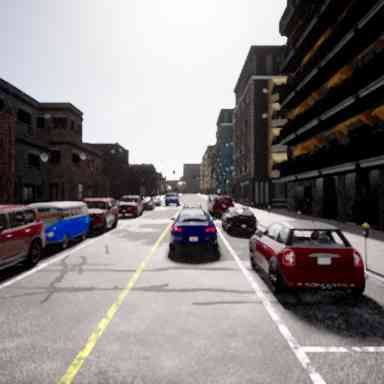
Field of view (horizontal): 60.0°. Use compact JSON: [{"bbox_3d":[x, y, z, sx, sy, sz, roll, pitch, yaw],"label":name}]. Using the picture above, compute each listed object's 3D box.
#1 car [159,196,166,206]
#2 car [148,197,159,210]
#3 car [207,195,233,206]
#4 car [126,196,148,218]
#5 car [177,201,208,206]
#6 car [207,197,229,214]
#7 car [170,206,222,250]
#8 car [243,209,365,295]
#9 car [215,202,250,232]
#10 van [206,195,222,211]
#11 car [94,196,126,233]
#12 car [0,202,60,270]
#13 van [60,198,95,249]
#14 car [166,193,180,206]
[{"bbox_3d":[-5.676,1.492,52.005,2.008,1.369,4.403,1,0,0],"label":"car"},{"bbox_3d":[-5.673,1.394,41.191,1.967,1.590,4.097,1,0,0],"label":"car"},{"bbox_3d":[2.709,1.282,30.369,2.192,1.841,5.009,1,0,0],"label":"car"},{"bbox_3d":[-5.671,1.282,30.376,2.192,1.841,5.009,1,0,0],"label":"car"},{"bbox_3d":[0.061,1.571,27.376,1.895,1.301,4.718,0,0,0],"label":"car"},{"bbox_3d":[2.706,1.401,35.776,1.967,1.590,4.097,1,0,0],"label":"car"},{"bbox_3d":[0.070,1.512,14.024,1.812,1.442,4.674,0,0,0],"label":"car"},{"bbox_3d":[2.706,1.432,8.741,1.967,1.590,4.097,1,0,0],"label":"car"},{"bbox_3d":[2.705,1.531,19.555,2.008,1.369,4.403,1,0,0],"label":"car"},{"bbox_3d":[2.709,1.296,41.183,1.690,1.788,3.998,1,0,0],"label":"van"},{"bbox_3d":[-5.671,1.294,19.562,2.192,1.841,5.009,1,0,0],"label":"car"},{"bbox_3d":[-5.671,1.306,8.748,2.192,1.841,5.009,1,0,0],"label":"car"},{"bbox_3d":[-5.672,1.326,14.155,1.690,1.788,3.998,1,0,0],"label":"van"},{"bbox_3d":[-3.063,1.165,52.484,2.150,2.045,5.566,0,0,0],"label":"car"}]
